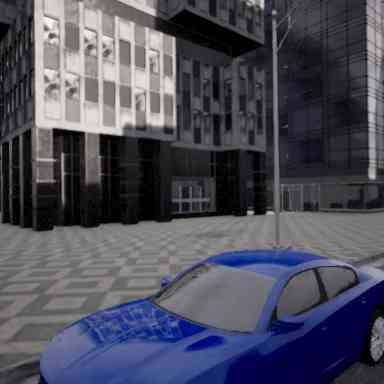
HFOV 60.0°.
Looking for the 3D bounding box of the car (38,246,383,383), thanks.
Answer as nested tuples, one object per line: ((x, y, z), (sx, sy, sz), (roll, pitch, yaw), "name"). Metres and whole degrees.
((0.775, 1.525, 4.157), (5.008, 1.535, 1.882), (1, -1, -41), "car")
